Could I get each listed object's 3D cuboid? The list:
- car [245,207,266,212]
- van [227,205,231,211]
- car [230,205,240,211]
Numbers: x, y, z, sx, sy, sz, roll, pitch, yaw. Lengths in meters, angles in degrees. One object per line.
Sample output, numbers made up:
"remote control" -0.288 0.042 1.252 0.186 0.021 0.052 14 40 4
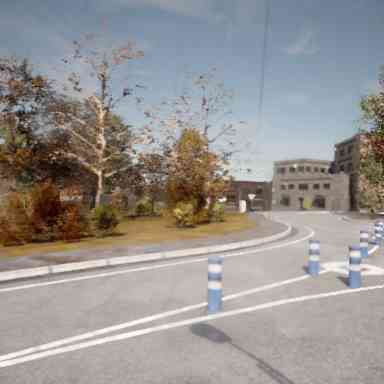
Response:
"car" 15.098 4.124 77.313 2.002 1.452 4.674 4 -5 -30
"van" 9.532 4.525 86.921 1.878 1.987 4.442 2 -4 -30
"car" 12.338 4.443 82.055 2.163 1.488 4.792 2 -4 -30
